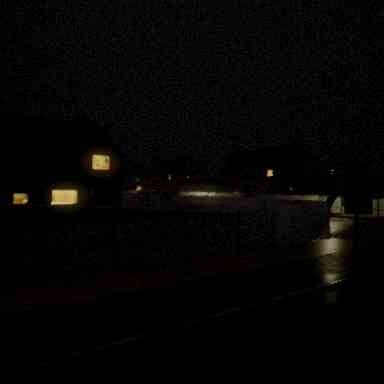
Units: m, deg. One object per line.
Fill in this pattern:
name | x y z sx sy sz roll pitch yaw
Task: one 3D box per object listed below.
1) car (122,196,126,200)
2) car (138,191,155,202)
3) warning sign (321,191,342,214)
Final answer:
car | -13.200 0.619 56.935 2.033 1.411 5.357 0 1 -36
car | -6.945 0.572 48.353 2.097 1.767 4.553 0 1 -35
warning sign | 11.405 0.819 27.151 1.300 1.860 1.060 -1 1 -36
